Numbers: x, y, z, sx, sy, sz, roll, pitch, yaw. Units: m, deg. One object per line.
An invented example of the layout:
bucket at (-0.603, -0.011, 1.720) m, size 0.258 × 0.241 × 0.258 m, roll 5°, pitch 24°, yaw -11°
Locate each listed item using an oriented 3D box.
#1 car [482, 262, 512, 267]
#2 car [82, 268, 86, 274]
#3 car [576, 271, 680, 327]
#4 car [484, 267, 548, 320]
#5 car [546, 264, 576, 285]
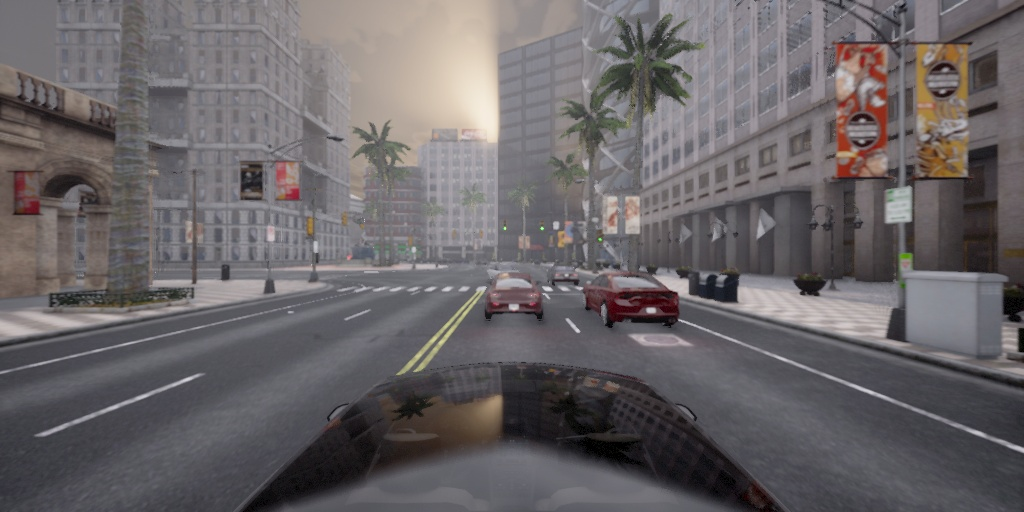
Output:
car at (-0.872, 1.361, 28.912) m, size 1.895 × 1.301 × 4.718 m, roll 0°, pitch 0°, yaw -14°
car at (-39.309, 1.363, 35.566) m, size 4.718 × 1.301 × 1.895 m, roll 0°, pitch 0°, yaw 0°
car at (3.564, 1.231, 11.619) m, size 1.882 × 1.535 × 5.008 m, roll 0°, pitch 0°, yaw 0°
car at (0.068, 1.279, 12.519) m, size 1.812 × 1.442 × 4.674 m, roll 0°, pitch 0°, yaw 0°
car at (3.559, 1.306, 25.808) m, size 2.033 × 1.411 × 5.357 m, roll 0°, pitch 0°, yaw 0°
